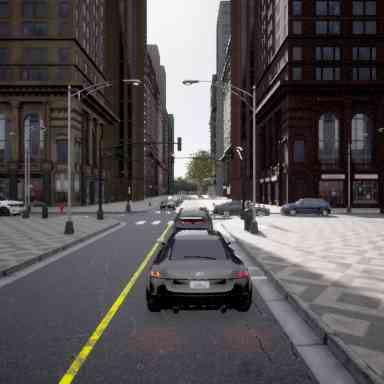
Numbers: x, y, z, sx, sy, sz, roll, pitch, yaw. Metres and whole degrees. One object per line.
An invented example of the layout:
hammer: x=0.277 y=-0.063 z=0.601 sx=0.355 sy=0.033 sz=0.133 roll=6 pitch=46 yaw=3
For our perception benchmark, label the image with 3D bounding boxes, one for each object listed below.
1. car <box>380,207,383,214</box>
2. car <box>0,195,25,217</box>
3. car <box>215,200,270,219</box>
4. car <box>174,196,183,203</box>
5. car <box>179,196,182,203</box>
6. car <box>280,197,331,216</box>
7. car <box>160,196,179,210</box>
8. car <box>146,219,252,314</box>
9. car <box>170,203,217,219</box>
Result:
car: x=20.525 y=1.630 z=32.076 sx=4.181 sy=1.385 sz=1.994 roll=0 pitch=0 yaw=0
car: x=-17.461 y=1.166 z=28.900 sx=5.566 sy=2.045 sz=2.150 roll=0 pitch=0 yaw=1
car: x=4.326 y=1.514 z=28.882 sx=4.892 sy=1.490 sz=1.837 roll=0 pitch=0 yaw=0
car: x=-2.986 y=1.549 z=73.497 sx=1.812 sy=1.442 sz=4.674 roll=0 pitch=0 yaw=0
car: x=-3.081 y=1.494 z=52.850 sx=2.128 sy=1.511 sz=4.902 roll=0 pitch=0 yaw=0
car: x=10.869 y=1.388 z=32.115 sx=4.553 sy=1.767 sz=2.097 roll=0 pitch=0 yaw=1
car: x=-3.083 y=1.547 z=43.089 sx=2.033 sy=1.411 sz=5.357 roll=0 pitch=0 yaw=0
car: x=0.110 y=1.564 z=7.724 sx=1.994 sy=1.385 sz=4.181 roll=0 pitch=0 yaw=-1
car: x=0.064 y=1.505 z=16.632 sx=1.837 sy=1.490 sz=4.892 roll=0 pitch=0 yaw=0
